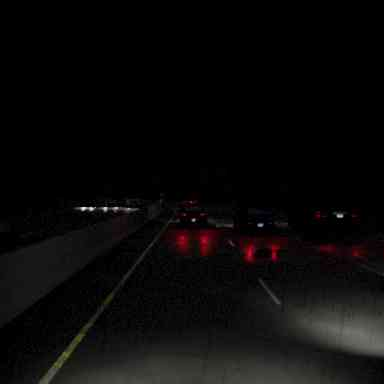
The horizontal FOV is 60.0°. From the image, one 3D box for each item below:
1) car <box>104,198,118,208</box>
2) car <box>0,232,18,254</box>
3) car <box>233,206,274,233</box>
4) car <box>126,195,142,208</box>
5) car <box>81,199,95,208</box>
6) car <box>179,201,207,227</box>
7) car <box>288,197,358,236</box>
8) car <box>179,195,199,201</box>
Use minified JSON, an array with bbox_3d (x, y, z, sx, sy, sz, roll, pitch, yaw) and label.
[{"bbox_3d":[-13.151,1.683,53.945,1.882,1.535,5.008,0,0,-13],"label":"car"},{"bbox_3d":[-7.100,1.618,9.527,1.895,1.301,4.718,0,0,0],"label":"car"},{"bbox_3d":[3.597,1.570,19.775,1.812,1.442,4.674,0,0,0],"label":"car"},{"bbox_3d":[-9.061,1.409,51.717,2.150,2.045,5.566,0,0,-12],"label":"car"},{"bbox_3d":[-16.542,1.769,53.093,1.994,1.385,4.181,0,0,-13],"label":"car"},{"bbox_3d":[0.097,1.581,23.108,1.812,1.442,4.674,0,0,0],"label":"car"},{"bbox_3d":[7.098,1.263,18.636,2.150,2.045,5.566,0,0,0],"label":"car"},{"bbox_3d":[-0.319,1.344,40.830,2.150,2.045,5.566,0,-1,-4],"label":"car"}]
